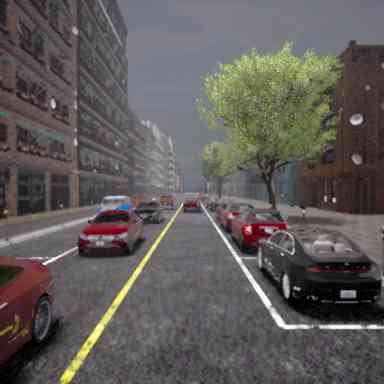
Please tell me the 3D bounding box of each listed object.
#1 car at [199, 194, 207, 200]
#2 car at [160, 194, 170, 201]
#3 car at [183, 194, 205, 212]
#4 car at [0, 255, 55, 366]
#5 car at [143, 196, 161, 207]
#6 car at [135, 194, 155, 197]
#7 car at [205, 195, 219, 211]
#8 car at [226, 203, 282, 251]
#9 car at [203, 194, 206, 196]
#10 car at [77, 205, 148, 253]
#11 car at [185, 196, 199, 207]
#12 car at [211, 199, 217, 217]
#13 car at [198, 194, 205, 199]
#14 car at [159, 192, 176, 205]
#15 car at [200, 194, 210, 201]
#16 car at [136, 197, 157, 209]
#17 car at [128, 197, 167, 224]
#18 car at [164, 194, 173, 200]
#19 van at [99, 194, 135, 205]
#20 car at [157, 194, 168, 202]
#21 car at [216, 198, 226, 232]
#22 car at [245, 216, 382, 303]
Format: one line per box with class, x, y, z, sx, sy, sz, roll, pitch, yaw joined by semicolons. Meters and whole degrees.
car;2.680;1.168;81.957;1.887;1.381;4.507;0;0;0
car;-5.699;1.210;70.567;1.887;1.381;4.507;0;0;0
car;0.010;1.303;35.663;2.128;1.511;4.902;0;0;0
car;-3.071;1.505;3.597;1.812;1.442;4.674;0;0;0
car;-5.697;1.309;47.779;2.008;1.369;4.403;0;0;0
car;-5.696;1.124;36.385;2.192;1.841;5.009;0;0;0
car;2.685;1.359;36.385;2.008;1.369;4.403;0;0;0
car;2.688;1.365;13.598;1.967;1.590;4.097;0;0;0
car;2.684;1.223;42.081;1.967;1.590;4.097;0;0;0
car;-3.077;1.452;13.420;1.812;1.442;4.674;0;0;0
car;0.024;1.324;47.553;1.994;1.385;4.181;0;0;0
car;2.686;1.446;24.992;1.802;1.307;4.206;0;0;0
car;2.679;1.170;93.351;1.802;1.307;4.206;0;0;0
car;-3.004;0.991;39.260;1.882;1.535;5.008;0;0;0
car;2.682;1.216;70.566;2.008;1.369;4.403;0;0;0
car;-5.696;1.349;42.083;1.947;1.339;4.313;0;0;0
car;-3.084;1.375;23.912;1.837;1.490;4.892;0;0;0
car;-5.700;1.190;81.959;1.947;1.339;4.313;0;0;0
van;-5.695;1.205;24.991;1.690;1.788;3.998;0;0;0
car;-5.699;1.214;64.700;1.752;1.417;4.829;0;0;0
car;2.687;1.334;19.294;1.967;1.590;4.097;0;0;0
car;2.688;1.507;7.901;2.008;1.369;4.403;0;0;0
